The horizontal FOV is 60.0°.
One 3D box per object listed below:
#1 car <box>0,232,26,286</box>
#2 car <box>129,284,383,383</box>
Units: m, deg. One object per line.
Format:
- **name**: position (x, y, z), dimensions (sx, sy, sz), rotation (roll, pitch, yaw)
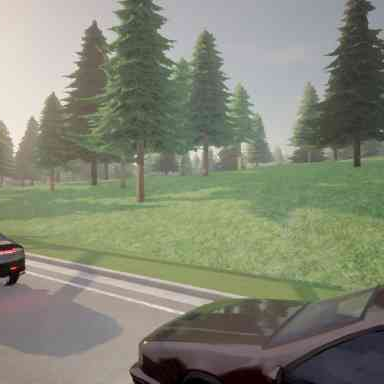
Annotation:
- **car**: position (-6.015, 1.492, 8.174), dimensions (4.902, 1.511, 2.128), rotation (0, 0, 36)
- **car**: position (1.975, 1.547, 2.583), dimensions (5.357, 1.411, 2.033), rotation (0, 0, 35)
